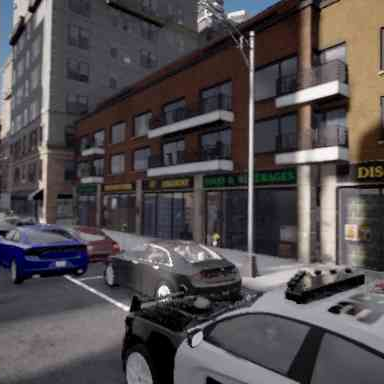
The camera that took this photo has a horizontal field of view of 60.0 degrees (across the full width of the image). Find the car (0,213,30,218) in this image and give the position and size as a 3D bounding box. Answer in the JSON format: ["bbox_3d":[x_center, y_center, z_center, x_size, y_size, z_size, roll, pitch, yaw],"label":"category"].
[{"bbox_3d":[-8.854,1.930,15.492,1.882,1.535,5.008,3,-3,-39],"label":"car"}]

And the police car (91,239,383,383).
[{"bbox_3d":[1.100,1.570,3.086,1.930,1.638,5.238,3,-3,-41],"label":"police car"}]

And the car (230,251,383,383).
[{"bbox_3d":[2.751,1.751,4.072,1.887,1.381,4.507,3,-3,-39],"label":"car"}]

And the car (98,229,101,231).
[{"bbox_3d":[-4.207,1.999,12.638,1.802,1.307,4.206,3,-3,-39],"label":"car"}]

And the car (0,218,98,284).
[{"bbox_3d":[-5.072,1.815,10.835,1.882,1.535,5.008,3,-3,-39],"label":"car"}]

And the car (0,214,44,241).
[{"bbox_3d":[-11.164,2.179,21.206,2.008,1.369,4.403,3,-3,-39],"label":"car"}]

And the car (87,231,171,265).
[{"bbox_3d":[-0.728,1.863,8.356,2.008,1.369,4.403,3,-3,-39],"label":"car"}]
